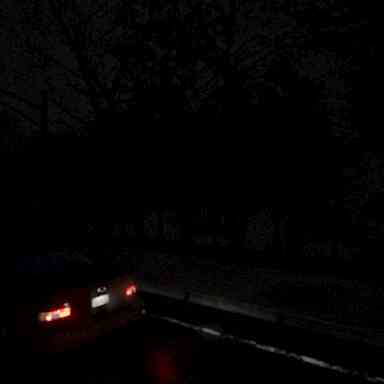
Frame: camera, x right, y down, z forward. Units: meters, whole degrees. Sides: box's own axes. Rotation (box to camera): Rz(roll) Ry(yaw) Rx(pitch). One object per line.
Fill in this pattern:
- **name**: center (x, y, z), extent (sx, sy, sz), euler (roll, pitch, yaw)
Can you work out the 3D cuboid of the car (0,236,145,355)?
- **car**: center (-3.301, 1.540, 6.047), extent (5.357, 1.411, 2.033), euler (0, 0, 36)
